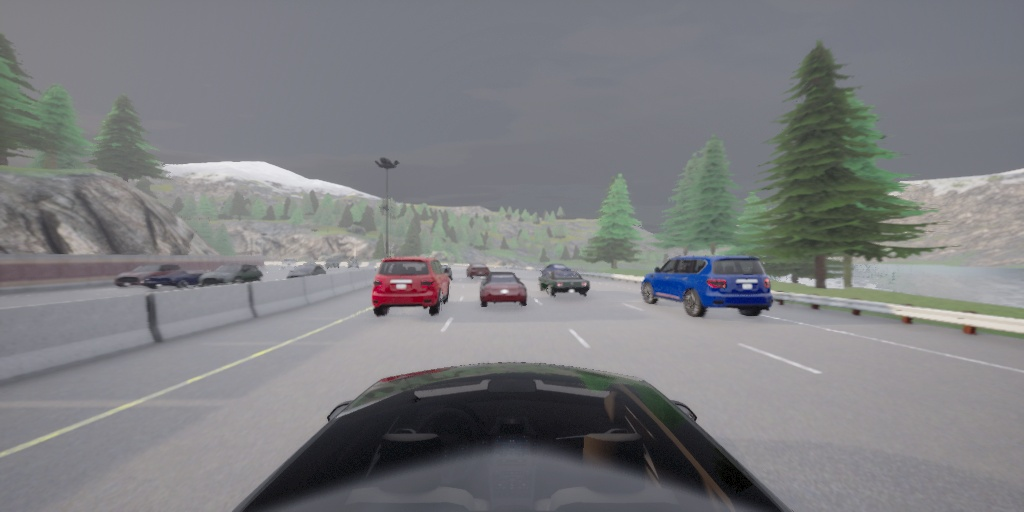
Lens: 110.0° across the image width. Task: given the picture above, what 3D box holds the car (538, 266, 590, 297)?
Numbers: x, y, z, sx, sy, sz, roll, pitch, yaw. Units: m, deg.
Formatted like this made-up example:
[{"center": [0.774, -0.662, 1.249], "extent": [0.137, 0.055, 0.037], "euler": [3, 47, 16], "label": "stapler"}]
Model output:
[{"center": [2.665, 1.438, 19.662], "extent": [1.895, 1.301, 4.718], "euler": [0, 0, -6], "label": "car"}]

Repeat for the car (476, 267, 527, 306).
[{"center": [-0.502, 1.399, 16.377], "extent": [1.994, 1.385, 4.181], "euler": [0, 0, -6], "label": "car"}]

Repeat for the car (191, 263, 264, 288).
[{"center": [-19.551, 1.328, 25.188], "extent": [2.097, 1.767, 4.553], "euler": [0, 0, -10], "label": "car"}]

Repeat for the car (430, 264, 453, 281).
[{"center": [-6.831, 1.530, 34.420], "extent": [1.994, 1.385, 4.181], "euler": [0, 0, -13], "label": "car"}]

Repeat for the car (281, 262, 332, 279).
[{"center": [-16.771, 1.493, 29.526], "extent": [1.837, 1.490, 4.892], "euler": [0, -1, -11], "label": "car"}]

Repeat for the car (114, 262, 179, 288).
[{"center": [-26.955, 1.374, 26.940], "extent": [2.097, 1.767, 4.553], "euler": [0, 0, -11], "label": "car"}]

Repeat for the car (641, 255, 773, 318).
[{"center": [6.853, 1.004, 13.366], "extent": [2.150, 2.045, 5.566], "euler": [0, 0, -3], "label": "car"}]

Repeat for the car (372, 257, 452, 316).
[{"center": [-3.729, 1.060, 14.028], "extent": [2.150, 2.045, 5.566], "euler": [0, 0, -5], "label": "car"}]

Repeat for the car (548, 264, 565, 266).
[{"center": [4.115, 1.435, 33.921], "extent": [1.812, 1.442, 4.674], "euler": [0, 0, -12], "label": "car"}]

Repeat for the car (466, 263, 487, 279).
[{"center": [-3.526, 1.437, 36.173], "extent": [1.882, 1.535, 5.008], "euler": [0, 0, -13], "label": "car"}]

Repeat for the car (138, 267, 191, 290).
[{"center": [-23.078, 1.596, 25.261], "extent": [1.895, 1.301, 4.718], "euler": [0, 0, -10], "label": "car"}]
